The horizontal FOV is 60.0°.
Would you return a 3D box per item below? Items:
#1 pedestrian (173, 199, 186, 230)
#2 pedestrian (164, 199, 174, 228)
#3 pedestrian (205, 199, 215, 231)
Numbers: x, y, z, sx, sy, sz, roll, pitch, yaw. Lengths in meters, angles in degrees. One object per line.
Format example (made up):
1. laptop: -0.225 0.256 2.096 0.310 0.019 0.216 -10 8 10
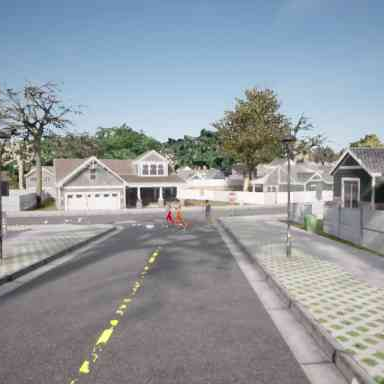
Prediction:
1. pedestrian: -0.761 1.274 19.473 0.375 1.860 0.375 -3 3 0
2. pedestrian: -1.396 1.274 20.070 0.375 1.860 0.375 -3 3 0
3. pedestrian: 0.935 1.275 18.857 0.375 1.860 0.375 -3 3 0
